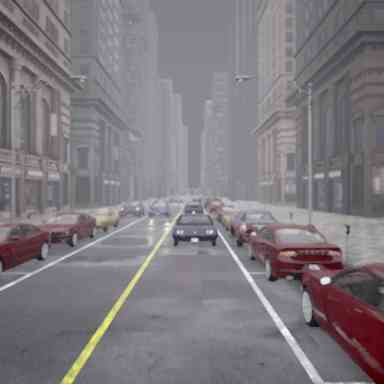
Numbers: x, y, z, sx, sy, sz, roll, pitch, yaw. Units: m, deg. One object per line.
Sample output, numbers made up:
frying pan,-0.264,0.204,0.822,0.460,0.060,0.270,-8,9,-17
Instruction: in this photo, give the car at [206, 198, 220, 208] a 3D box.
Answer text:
car,2.842,1.717,37.821,1.887,1.381,4.507,0,0,0

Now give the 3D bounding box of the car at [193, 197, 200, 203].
car,1.079,1.888,82.633,1.837,1.490,4.892,0,0,0

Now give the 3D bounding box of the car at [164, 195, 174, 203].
car,-5.587,1.699,82.651,2.192,1.841,5.009,0,0,0

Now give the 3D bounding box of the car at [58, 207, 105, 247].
car,-5.731,1.616,15.424,1.887,1.381,4.507,0,0,0

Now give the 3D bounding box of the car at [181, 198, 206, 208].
car,0.169,1.654,32.793,1.837,1.490,4.892,0,0,0

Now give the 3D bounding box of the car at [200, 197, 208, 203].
car,2.939,1.965,82.635,1.802,1.307,4.206,0,0,0

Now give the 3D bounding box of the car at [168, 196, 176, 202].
car,-5.563,1.877,93.854,1.967,1.590,4.097,0,0,0

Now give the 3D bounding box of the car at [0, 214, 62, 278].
car,-5.743,1.591,9.823,1.887,1.381,4.507,0,0,0

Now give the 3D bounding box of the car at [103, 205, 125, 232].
car,-5.720,1.621,20.857,1.752,1.417,4.829,0,0,0

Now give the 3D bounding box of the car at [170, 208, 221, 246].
car,0.132,1.673,15.745,1.895,1.301,4.718,0,0,0

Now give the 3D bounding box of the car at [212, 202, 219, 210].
car,2.818,1.703,26.618,1.802,1.307,4.206,0,0,0

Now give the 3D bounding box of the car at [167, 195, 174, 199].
car,-5.611,1.881,71.445,2.008,1.369,4.403,0,0,0

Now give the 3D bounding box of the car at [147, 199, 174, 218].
car,-3.028,1.671,31.799,1.812,1.442,4.674,0,0,0

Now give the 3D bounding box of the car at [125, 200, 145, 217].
car,-5.695,1.588,32.232,1.967,1.590,4.097,0,0,0

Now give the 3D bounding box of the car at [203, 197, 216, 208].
car,2.878,1.691,54.627,1.967,1.590,4.097,0,0,0

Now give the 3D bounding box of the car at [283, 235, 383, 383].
car,2.770,1.564,4.211,1.887,1.381,4.507,0,0,0

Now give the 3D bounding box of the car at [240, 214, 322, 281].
car,2.782,1.589,9.813,1.887,1.381,4.507,0,0,0

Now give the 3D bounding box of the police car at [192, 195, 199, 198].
police car,1.058,1.761,72.743,1.930,1.638,5.238,0,0,0

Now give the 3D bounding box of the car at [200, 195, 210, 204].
car,2.926,1.671,77.035,2.192,1.841,5.009,0,0,0

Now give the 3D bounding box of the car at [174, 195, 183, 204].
car,-2.841,1.856,73.359,1.812,1.442,4.674,0,0,0

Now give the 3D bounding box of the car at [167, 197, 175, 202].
car,-5.574,1.976,88.251,1.947,1.339,4.313,0,0,0

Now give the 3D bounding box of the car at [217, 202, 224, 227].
car,2.806,1.622,21.186,1.752,1.417,4.829,0,0,0

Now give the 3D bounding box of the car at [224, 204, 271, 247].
car,2.794,1.510,15.415,1.967,1.590,4.097,0,0,0

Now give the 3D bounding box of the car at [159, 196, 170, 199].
car,-5.635,1.823,60.241,1.887,1.381,4.507,0,0,0

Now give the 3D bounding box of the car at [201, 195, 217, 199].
car,2.865,1.539,49.026,2.192,1.841,5.009,0,0,0
